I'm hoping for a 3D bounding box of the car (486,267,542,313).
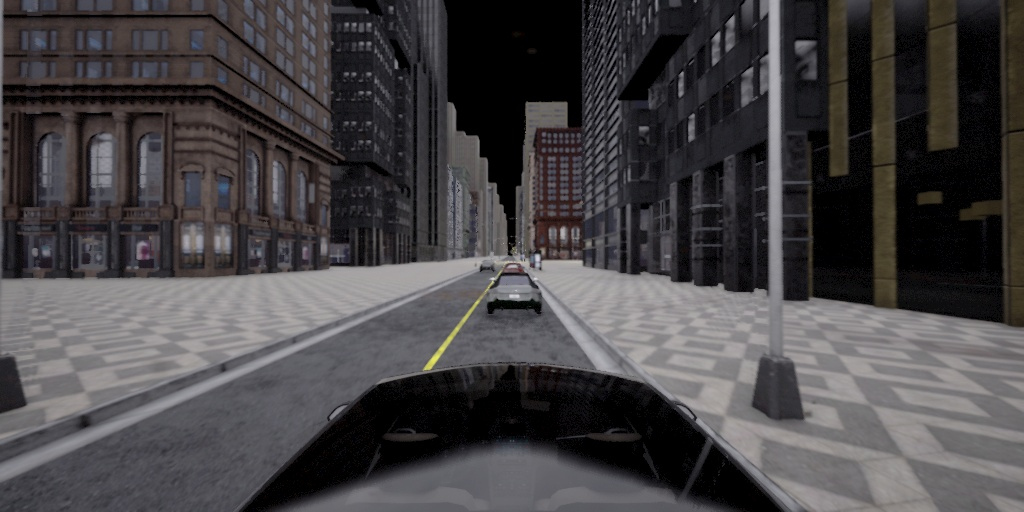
[{"bbox_3d":[0.090,1.312,13.971,1.994,1.385,4.181,0,0,0],"label":"car"}]

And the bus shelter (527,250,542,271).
[{"bbox_3d":[3.149,0.632,46.570,1.920,2.740,3.880,0,0,0],"label":"bus shelter"}]

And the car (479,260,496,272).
[{"bbox_3d":[-3.069,1.262,45.465,1.837,1.490,4.892,0,0,0],"label":"car"}]

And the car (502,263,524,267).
[{"bbox_3d":[0.097,1.279,29.723,1.812,1.442,4.674,0,0,0],"label":"car"}]
